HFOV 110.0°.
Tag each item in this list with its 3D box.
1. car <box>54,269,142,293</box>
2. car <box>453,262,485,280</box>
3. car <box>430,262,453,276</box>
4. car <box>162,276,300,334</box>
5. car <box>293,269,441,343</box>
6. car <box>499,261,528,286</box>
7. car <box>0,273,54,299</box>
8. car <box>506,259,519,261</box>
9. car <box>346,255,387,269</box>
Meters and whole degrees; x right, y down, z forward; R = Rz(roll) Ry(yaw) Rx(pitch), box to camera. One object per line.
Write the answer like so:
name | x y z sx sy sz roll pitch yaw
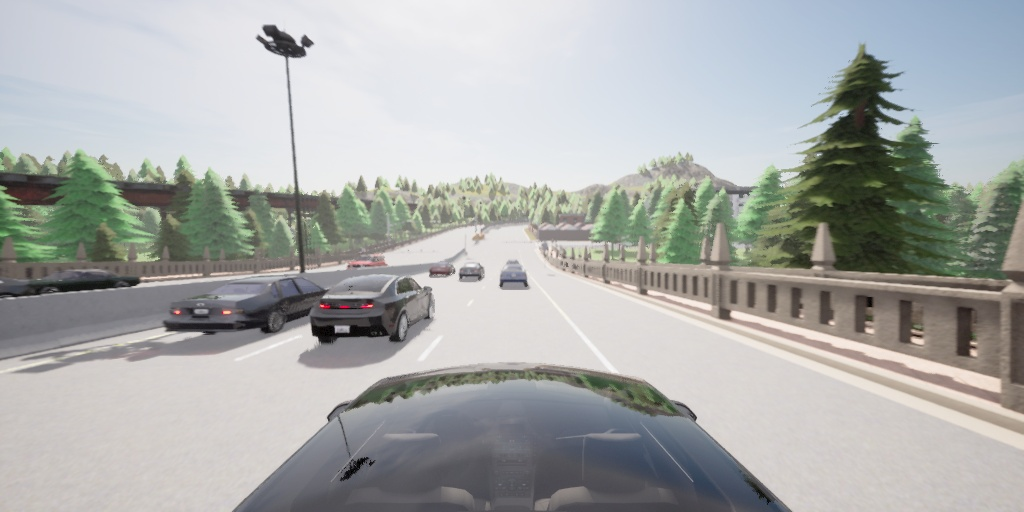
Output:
car | -21.081 1.317 17.214 1.895 1.301 4.718 0 0 0
car | -3.401 1.236 30.778 2.033 1.411 5.357 0 0 0
car | -6.901 1.241 35.808 1.994 1.385 4.181 0 0 0
car | -6.900 1.278 10.475 2.033 1.411 5.357 0 0 0
car | -3.400 1.236 9.593 1.837 1.490 4.892 0 0 0
car | 0.099 1.249 24.644 2.033 1.411 5.357 0 0 0
car | -17.593 1.222 10.415 2.128 1.511 4.902 0 0 0
car | 0.099 1.059 50.227 1.994 1.385 4.181 0 2 0
car | -14.036 0.902 34.953 2.150 2.045 5.566 0 0 0
